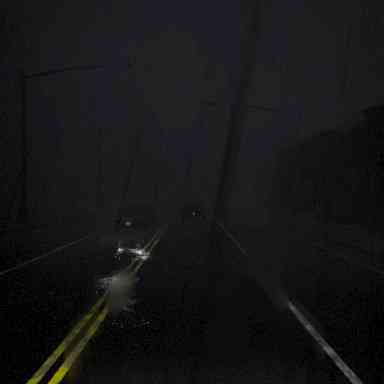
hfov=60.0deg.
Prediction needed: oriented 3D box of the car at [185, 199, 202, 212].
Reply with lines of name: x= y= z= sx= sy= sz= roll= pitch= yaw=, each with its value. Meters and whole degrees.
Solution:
car: x=0.154 y=1.549 z=40.236 sx=1.994 sy=1.385 sz=4.181 roll=0 pitch=0 yaw=0

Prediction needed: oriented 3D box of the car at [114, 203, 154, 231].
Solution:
car: x=-3.498 y=1.484 z=20.799 sx=2.128 sy=1.511 sz=4.902 roll=0 pitch=0 yaw=1

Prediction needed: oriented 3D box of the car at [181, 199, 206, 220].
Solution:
car: x=0.144 y=1.479 z=28.193 sx=2.128 sy=1.511 sz=4.902 roll=0 pitch=0 yaw=0
